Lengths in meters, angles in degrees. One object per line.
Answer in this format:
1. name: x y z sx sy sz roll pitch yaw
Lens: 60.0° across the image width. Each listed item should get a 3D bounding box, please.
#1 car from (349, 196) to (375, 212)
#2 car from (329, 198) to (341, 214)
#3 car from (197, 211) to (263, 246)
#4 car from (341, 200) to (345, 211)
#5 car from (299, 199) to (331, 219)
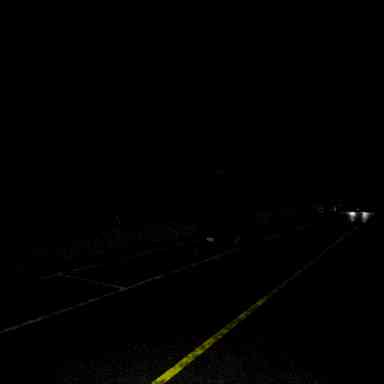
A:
1. car: 19.631 1.550 38.709 2.033 1.411 5.357 0 0 33
2. car: 13.638 1.568 34.135 1.947 1.339 4.313 0 0 32
3. car: 1.897 1.566 15.411 1.947 1.339 4.313 0 0 32
4. car: 16.573 1.442 38.816 1.967 1.590 4.097 0 0 32
5. car: 10.702 1.583 29.454 1.802 1.307 4.206 0 0 32
